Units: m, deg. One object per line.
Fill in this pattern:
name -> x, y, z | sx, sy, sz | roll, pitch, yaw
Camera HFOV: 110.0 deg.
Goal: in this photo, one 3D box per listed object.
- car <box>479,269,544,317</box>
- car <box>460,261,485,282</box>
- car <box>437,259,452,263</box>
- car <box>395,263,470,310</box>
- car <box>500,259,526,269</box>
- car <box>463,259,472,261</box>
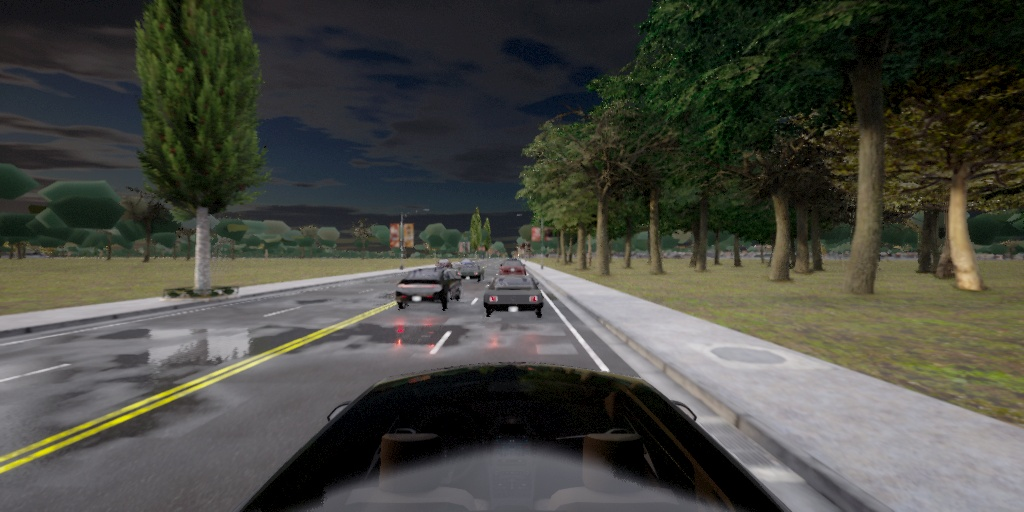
car -> 0.064, 1.323, 13.073 | 1.895, 1.301, 4.718 | 0, 0, 0
car -> -3.184, 1.297, 28.077 | 1.895, 1.301, 4.718 | 0, 0, 0
car -> -9.823, 1.197, 51.971 | 1.812, 1.442, 4.674 | 0, 0, 0
car -> -3.177, 1.211, 14.444 | 2.128, 1.511, 4.902 | 0, 0, 0
car -> 0.073, 1.046, 29.239 | 2.097, 1.767, 4.553 | 0, 0, 0
car -> -6.573, 1.197, 51.972 | 1.812, 1.442, 4.674 | 0, 0, 0
